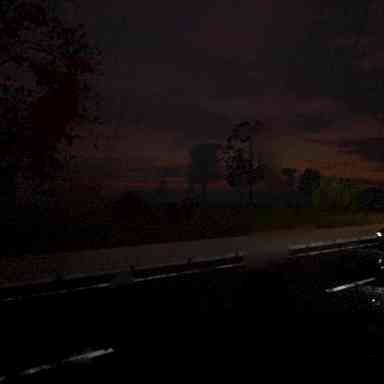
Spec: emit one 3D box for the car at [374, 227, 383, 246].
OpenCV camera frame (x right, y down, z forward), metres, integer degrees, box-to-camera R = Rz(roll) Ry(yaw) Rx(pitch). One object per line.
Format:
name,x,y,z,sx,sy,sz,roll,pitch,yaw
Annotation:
car,10.244,1.684,14.654,5.357,1.411,2.033,1,0,-34
